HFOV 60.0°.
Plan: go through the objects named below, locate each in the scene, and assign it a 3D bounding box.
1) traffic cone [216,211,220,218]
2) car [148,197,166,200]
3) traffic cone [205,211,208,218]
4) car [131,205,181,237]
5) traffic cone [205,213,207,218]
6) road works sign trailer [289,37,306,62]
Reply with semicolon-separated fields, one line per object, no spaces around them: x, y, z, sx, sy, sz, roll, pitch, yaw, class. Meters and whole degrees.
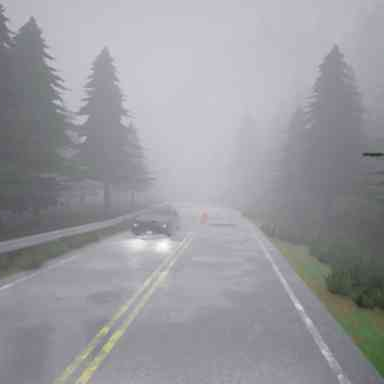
2.131;1.812;27.353;0.340;0.580;0.340;1;0;5;traffic cone
-6.770;1.488;60.816;1.895;1.301;4.718;-4;1;-41;car
0.798;1.823;23.459;0.340;0.580;0.340;1;0;5;traffic cone
-1.688;1.425;17.652;2.033;1.411;5.357;1;0;5;car
0.627;1.836;21.467;0.340;0.580;0.340;1;0;5;traffic cone
19.252;-26.600;62.948;2.880;2.380;3.560;-26;-19;-8;road works sign trailer
